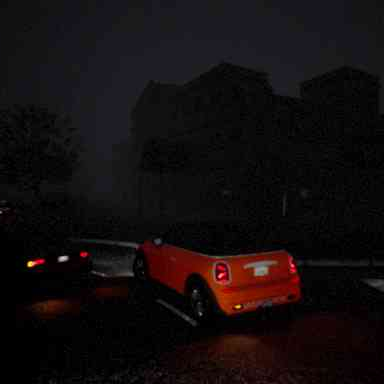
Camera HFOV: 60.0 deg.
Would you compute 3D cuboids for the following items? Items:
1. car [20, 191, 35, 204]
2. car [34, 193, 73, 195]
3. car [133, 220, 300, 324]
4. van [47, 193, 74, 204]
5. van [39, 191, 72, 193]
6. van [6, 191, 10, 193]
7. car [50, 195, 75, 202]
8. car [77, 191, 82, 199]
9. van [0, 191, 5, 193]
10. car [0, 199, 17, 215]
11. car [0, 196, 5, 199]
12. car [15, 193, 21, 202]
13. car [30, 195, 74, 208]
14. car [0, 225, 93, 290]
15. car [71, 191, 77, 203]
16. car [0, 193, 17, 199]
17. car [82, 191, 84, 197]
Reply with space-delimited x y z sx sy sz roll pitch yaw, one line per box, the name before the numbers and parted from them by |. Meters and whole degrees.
car | -28.674 1.240 59.534 2.097 1.767 4.553 0 1 -17
car | -20.365 1.387 49.146 4.553 1.767 2.185 0 1 -19
car | 0.249 1.438 7.755 2.097 1.767 4.553 0 -1 -27
van | -24.488 1.120 62.057 4.442 1.987 1.878 0 1 -17
van | -21.383 1.257 51.711 4.442 1.987 1.878 0 1 -19
van | -46.863 0.746 82.842 1.878 1.987 4.442 0 1 -10
car | -26.125 1.303 67.270 4.674 1.452 2.002 0 1 -15
car | -28.223 1.124 75.187 4.892 1.521 2.231 0 1 -13
van | -45.737 0.824 77.419 1.878 1.987 4.442 0 1 -12
car | -20.329 1.755 35.848 1.895 1.301 4.718 0 1 -25
car | -26.704 1.619 43.756 2.033 1.411 5.357 0 1 -18
car | -32.900 1.264 62.586 1.895 1.301 4.718 0 1 -15
car | -19.524 1.542 46.524 4.892 1.521 2.231 0 1 -19
car | -5.090 1.680 9.521 5.357 1.411 2.033 -1 -1 37
car | -22.124 1.201 54.358 5.566 2.045 2.435 0 1 -18
car | -29.959 1.444 53.140 1.882 1.535 5.008 0 1 -18
car | -29.530 1.049 80.620 4.792 1.488 2.163 0 1 -12
